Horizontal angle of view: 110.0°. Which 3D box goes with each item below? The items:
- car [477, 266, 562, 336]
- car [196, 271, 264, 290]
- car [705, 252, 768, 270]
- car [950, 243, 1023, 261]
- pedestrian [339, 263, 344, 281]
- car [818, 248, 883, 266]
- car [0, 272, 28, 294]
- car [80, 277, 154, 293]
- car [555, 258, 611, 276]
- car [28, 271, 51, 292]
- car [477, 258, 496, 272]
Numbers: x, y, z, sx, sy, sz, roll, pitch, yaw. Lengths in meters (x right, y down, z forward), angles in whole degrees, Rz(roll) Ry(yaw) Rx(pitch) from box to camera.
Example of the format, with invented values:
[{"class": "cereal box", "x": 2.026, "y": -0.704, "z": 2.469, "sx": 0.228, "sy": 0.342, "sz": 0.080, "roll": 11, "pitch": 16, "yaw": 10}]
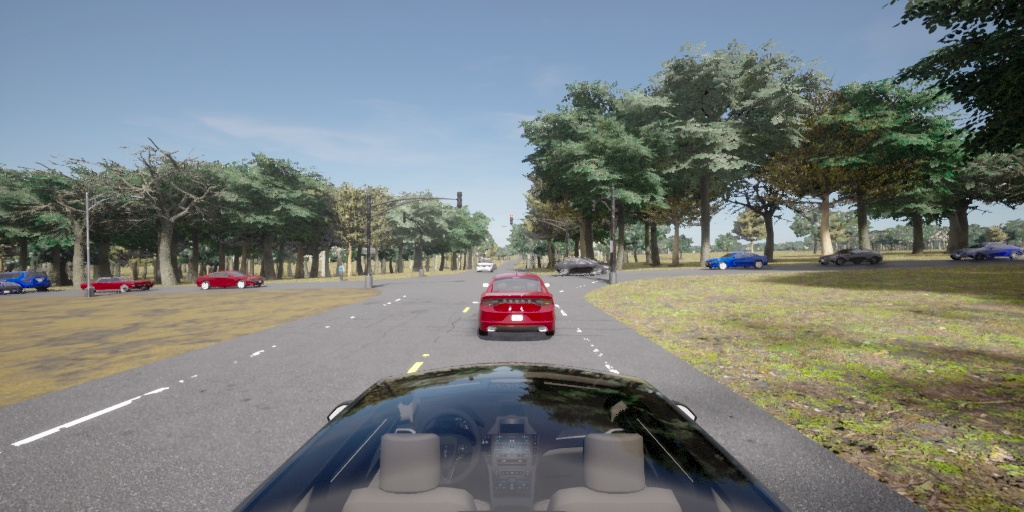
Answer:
[{"class": "car", "x": 0.127, "y": 1.230, "z": 10.484, "sx": 1.882, "sy": 1.535, "sz": 5.008, "roll": 0, "pitch": 0, "yaw": 0}, {"class": "car", "x": -23.690, "y": 1.976, "z": 30.255, "sx": 5.008, "sy": 1.535, "sz": 1.882, "roll": -2, "pitch": -1, "yaw": 2}, {"class": "car", "x": 20.001, "y": 0.394, "z": 32.089, "sx": 5.008, "sy": 1.535, "sz": 1.882, "roll": -2, "pitch": -1, "yaw": 2}, {"class": "car", "x": 41.199, "y": -0.379, "z": 31.177, "sx": 4.674, "sy": 1.442, "sz": 1.812, "roll": -2, "pitch": -1, "yaw": 2}, {"class": "pedestrian", "x": -17.914, "y": 1.669, "z": 37.603, "sx": 0.375, "sy": 1.860, "sz": 0.375, "roll": 0, "pitch": 1, "yaw": 3}, {"class": "car", "x": 29.861, "y": 0.053, "z": 31.673, "sx": 4.674, "sy": 1.442, "sz": 1.812, "roll": -2, "pitch": -1, "yaw": 2}, {"class": "car", "x": -46.029, "y": 2.587, "z": 31.317, "sx": 4.553, "sy": 1.767, "sz": 2.097, "roll": -2, "pitch": -1, "yaw": 5}, {"class": "car", "x": -33.662, "y": 2.438, "z": 30.703, "sx": 4.718, "sy": 1.301, "sz": 1.895, "roll": -2, "pitch": -1, "yaw": 3}, {"class": "car", "x": 6.118, "y": 0.935, "z": 30.817, "sx": 4.902, "sy": 1.511, "sz": 2.128, "roll": -2, "pitch": 0, "yaw": 30}, {"class": "car", "x": -48.701, "y": 2.578, "z": 35.086, "sx": 5.566, "sy": 2.045, "sz": 2.150, "roll": -2, "pitch": -1, "yaw": 3}, {"class": "car", "x": -3.923, "y": 1.389, "z": 53.039, "sx": 2.150, "sy": 2.045, "sz": 5.566, "roll": 0, "pitch": 0, "yaw": 1}]
